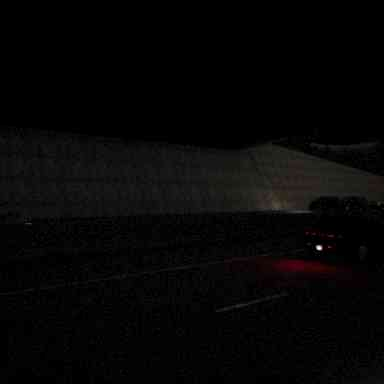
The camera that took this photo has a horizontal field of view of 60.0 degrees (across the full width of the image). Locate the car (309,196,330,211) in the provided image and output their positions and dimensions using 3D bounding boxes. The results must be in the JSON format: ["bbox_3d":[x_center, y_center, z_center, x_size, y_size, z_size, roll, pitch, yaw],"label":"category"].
[{"bbox_3d":[19.171,1.647,47.683,5.566,2.045,2.150,1,-1,-35],"label":"car"}]

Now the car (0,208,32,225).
[{"bbox_3d":[-9.443,1.533,14.451,4.674,1.442,1.812,1,0,-35],"label":"car"}]

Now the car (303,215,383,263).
[{"bbox_3d":[6.202,1.624,12.465,4.892,1.490,1.837,1,0,-35],"label":"car"}]

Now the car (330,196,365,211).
[{"bbox_3d":[21.646,1.652,45.151,5.566,2.045,2.150,1,-1,-35],"label":"car"}]

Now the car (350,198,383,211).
[{"bbox_3d":[22.214,1.901,41.269,4.902,1.511,2.128,1,0,-35],"label":"car"}]

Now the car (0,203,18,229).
[{"bbox_3d":[-13.492,1.485,20.162,5.008,1.535,1.882,1,0,-35],"label":"car"}]

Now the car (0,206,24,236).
[{"bbox_3d":[-11.480,1.533,17.298,4.674,1.442,1.812,1,0,-35],"label":"car"}]

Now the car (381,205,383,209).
[{"bbox_3d":[24.386,1.917,38.522,4.892,1.490,1.837,1,0,-35],"label":"car"}]
